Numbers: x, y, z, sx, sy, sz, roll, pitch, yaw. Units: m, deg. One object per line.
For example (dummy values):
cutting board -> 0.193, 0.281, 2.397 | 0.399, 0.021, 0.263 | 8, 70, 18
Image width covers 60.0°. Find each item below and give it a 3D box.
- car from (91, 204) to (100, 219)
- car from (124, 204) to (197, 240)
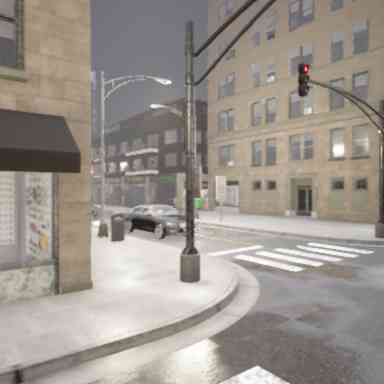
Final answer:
car -> -8.859, 1.399, 26.147 | 1.994, 1.385, 4.181 | 0, 1, -38
car -> -1.739, 1.392, 16.755 | 2.128, 1.511, 4.902 | 0, 1, -39
